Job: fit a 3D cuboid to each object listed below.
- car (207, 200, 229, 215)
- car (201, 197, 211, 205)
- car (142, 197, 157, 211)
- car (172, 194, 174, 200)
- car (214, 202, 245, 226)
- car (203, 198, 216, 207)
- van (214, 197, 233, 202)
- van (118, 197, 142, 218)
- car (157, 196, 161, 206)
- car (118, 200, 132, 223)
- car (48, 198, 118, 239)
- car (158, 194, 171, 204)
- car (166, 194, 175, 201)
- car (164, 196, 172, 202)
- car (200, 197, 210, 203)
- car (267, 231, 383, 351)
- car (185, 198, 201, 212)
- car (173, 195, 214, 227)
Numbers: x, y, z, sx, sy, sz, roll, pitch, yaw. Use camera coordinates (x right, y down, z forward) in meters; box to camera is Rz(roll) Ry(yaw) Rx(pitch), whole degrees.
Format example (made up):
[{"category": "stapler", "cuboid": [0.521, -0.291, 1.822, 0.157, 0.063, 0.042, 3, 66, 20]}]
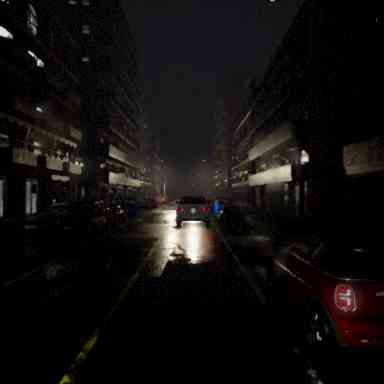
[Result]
[{"category": "car", "cuboid": [2.660, 1.556, 34.652, 1.887, 1.381, 4.507, 0, 0, 0]}, {"category": "car", "cuboid": [2.631, 1.641, 63.103, 1.802, 1.307, 4.206, 0, 0, 0]}, {"category": "car", "cuboid": [-5.726, 1.545, 40.165, 1.752, 1.417, 4.829, 0, 0, 0]}, {"category": "car", "cuboid": [-5.761, 1.651, 74.477, 1.947, 1.339, 4.313, 0, 0, 0]}, {"category": "car", "cuboid": [2.671, 1.583, 23.273, 1.802, 1.307, 4.206, 0, 0, 0]}, {"category": "car", "cuboid": [2.642, 1.620, 51.722, 1.802, 1.307, 4.206, 0, 0, 0]}, {"category": "van", "cuboid": [2.667, 1.347, 28.961, 1.690, 1.788, 3.998, 0, 0, 0]}, {"category": "van", "cuboid": [-5.713, 1.347, 28.954, 1.690, 1.788, 3.998, 0, 0, 0]}, {"category": "car", "cuboid": [-5.732, 1.610, 46.026, 1.802, 1.307, 4.206, 0, 0, 0]}, {"category": "car", "cuboid": [-5.708, 1.527, 23.097, 1.752, 1.417, 4.829, 0, 0, 0]}, {"category": "car", "cuboid": [-5.701, 1.314, 17.575, 2.192, 1.841, 5.009, 0, 0, 0]}, {"category": "car", "cuboid": [-5.749, 1.374, 63.096, 2.192, 1.841, 5.009, 0, 0, 0]}, {"category": "car", "cuboid": [-5.779, 1.455, 91.546, 2.192, 1.841, 5.009, 0, 0, 0]}, {"category": "car", "cuboid": [-5.768, 1.684, 80.166, 1.802, 1.307, 4.206, 0, 0, 0]}, {"category": "car", "cuboid": [2.625, 1.653, 68.793, 1.802, 1.307, 4.206, 0, 0, 0]}, {"category": "car", "cuboid": [2.690, 1.438, 6.202, 1.967, 1.590, 4.097, 0, 0, 0]}, {"category": "car", "cuboid": [0.060, 1.524, 40.396, 1.837, 1.490, 4.892, 0, 0, 0]}, {"category": "car", "cuboid": [0.078, 1.218, 22.862, 2.150, 2.045, 5.566, 0, -1, 0]}]
